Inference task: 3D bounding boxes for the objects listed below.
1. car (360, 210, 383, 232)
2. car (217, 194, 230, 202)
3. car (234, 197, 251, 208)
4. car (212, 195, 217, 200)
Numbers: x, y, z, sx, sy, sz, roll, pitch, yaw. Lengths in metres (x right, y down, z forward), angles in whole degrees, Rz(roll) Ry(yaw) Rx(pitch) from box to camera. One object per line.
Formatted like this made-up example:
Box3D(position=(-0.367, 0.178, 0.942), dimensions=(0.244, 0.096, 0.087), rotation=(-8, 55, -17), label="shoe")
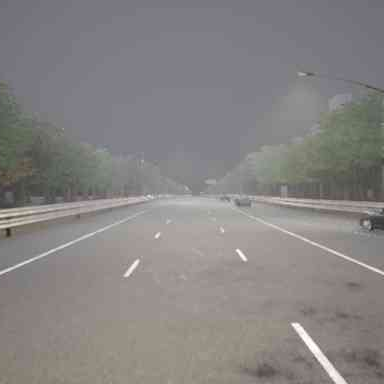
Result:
Box3D(position=(11.072, 1.482, 17.418), dimensions=(1.837, 1.490, 4.892), rotation=(0, 0, -16), label="car")
Box3D(position=(7.037, 1.339, 71.679), dimensions=(1.837, 1.490, 4.892), rotation=(0, 0, 0), label="car")
Box3D(position=(7.041, 1.378, 46.700), dimensions=(2.128, 1.511, 4.902), rotation=(0, 0, -1), label="car")
Box3D(position=(7.097, 1.404, 88.690), dimensions=(2.128, 1.511, 4.902), rotation=(0, 0, 0), label="car")
